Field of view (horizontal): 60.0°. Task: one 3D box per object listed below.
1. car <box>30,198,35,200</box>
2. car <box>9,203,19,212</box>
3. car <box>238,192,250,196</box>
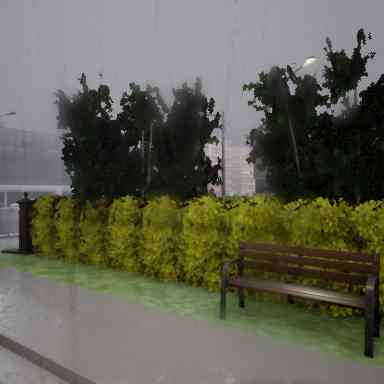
[{"bbox_3d":[-15.847,1.515,36.090,1.994,1.385,4.181,0,0,35],"label":"car"},{"bbox_3d":[-18.568,1.477,38.326,1.812,1.442,4.674,0,0,33],"label":"car"},{"bbox_3d":[11.580,0.675,74.949,1.812,1.442,4.674,0,0,35],"label":"car"}]
